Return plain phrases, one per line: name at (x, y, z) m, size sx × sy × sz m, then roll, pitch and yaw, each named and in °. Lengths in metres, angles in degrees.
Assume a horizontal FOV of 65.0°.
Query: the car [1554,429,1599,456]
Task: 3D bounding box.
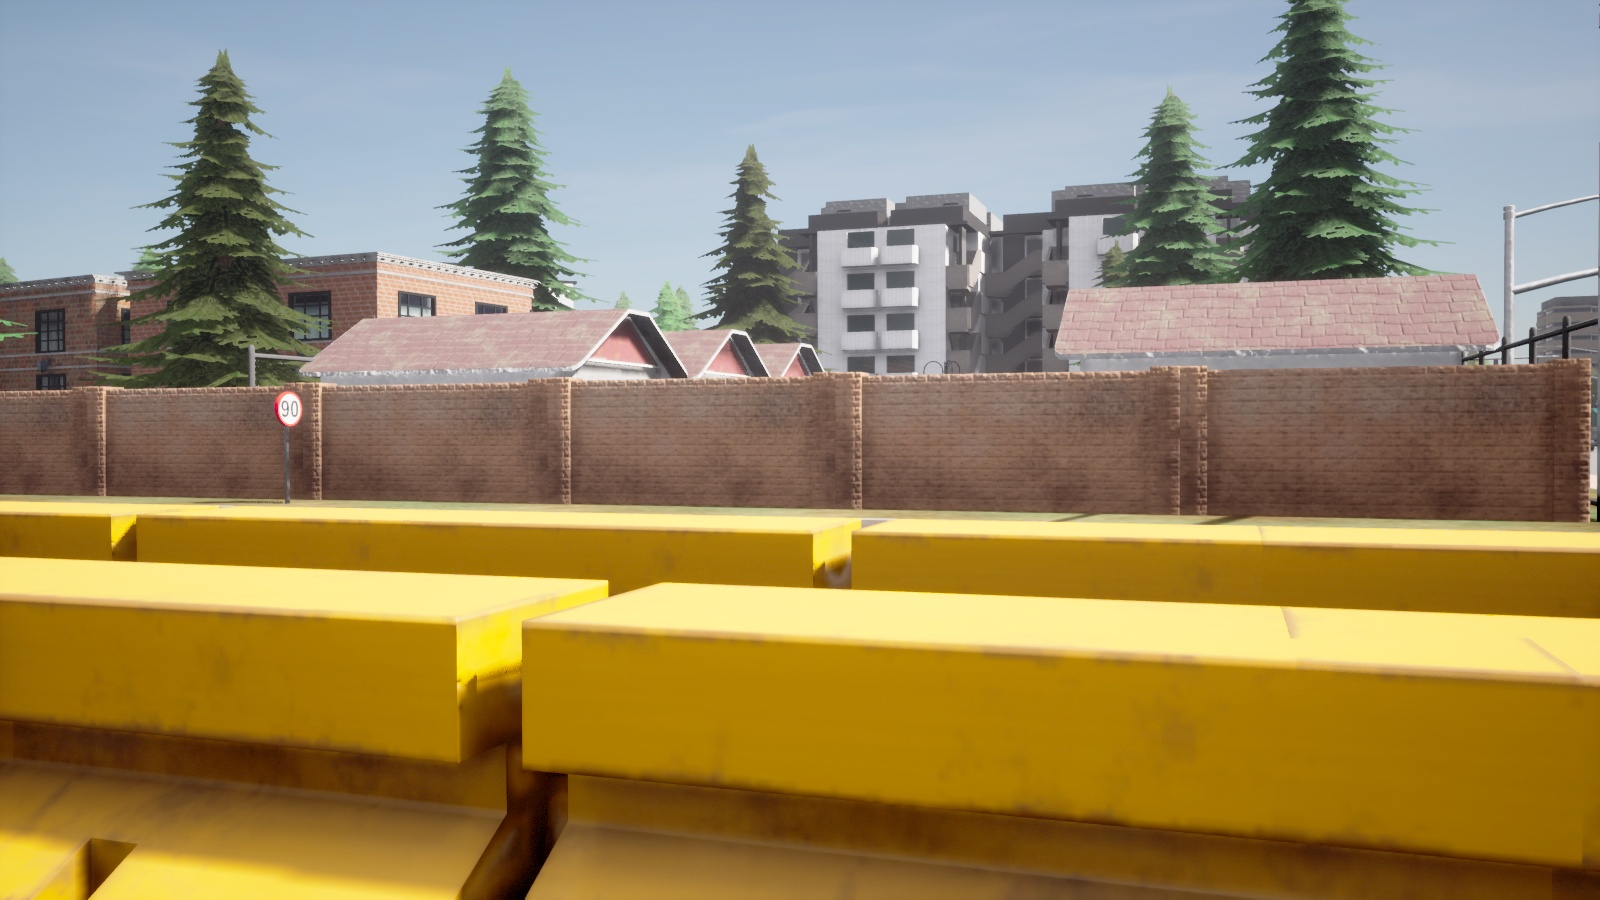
car at (50.152, -0.497, 80.589) m, size 2.152 × 1.651 × 5.027 m, roll 1°, pitch 1°, yaw 20°
